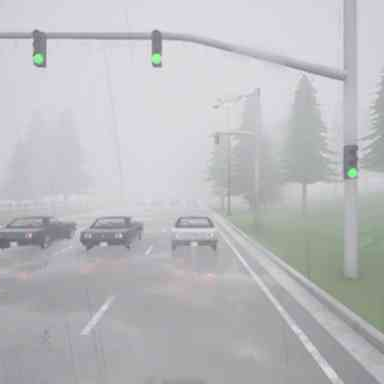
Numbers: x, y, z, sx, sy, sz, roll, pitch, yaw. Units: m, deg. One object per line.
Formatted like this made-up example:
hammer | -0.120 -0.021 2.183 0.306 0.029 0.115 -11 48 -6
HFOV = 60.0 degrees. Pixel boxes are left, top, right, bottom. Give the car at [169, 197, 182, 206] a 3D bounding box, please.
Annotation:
car | -3.502 2.000 68.126 2.097 1.767 4.553 0 -1 0

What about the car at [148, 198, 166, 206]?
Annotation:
car | -7.002 2.145 67.738 2.128 1.511 4.902 0 -1 0

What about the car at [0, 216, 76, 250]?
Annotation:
car | -6.901 1.746 15.142 1.895 1.301 4.718 0 -1 0

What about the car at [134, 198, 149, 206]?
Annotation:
car | -10.502 2.241 68.184 1.895 1.301 4.718 0 -1 0

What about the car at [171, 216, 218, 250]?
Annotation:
car | 0.099 1.746 15.124 1.895 1.301 4.718 0 -1 0

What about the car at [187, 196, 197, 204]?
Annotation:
car | -0.002 1.932 78.131 2.097 1.767 4.553 0 -1 0

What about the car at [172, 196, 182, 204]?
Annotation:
car | -3.502 1.932 78.131 2.097 1.767 4.553 0 -1 0

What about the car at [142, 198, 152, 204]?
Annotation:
car | -10.502 2.101 78.159 1.812 1.442 4.674 0 -1 0

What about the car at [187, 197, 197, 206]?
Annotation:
car | -0.002 2.143 67.738 2.128 1.511 4.902 0 -1 0

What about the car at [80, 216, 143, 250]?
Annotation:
car | -3.401 1.746 15.073 1.895 1.301 4.718 0 -1 0
